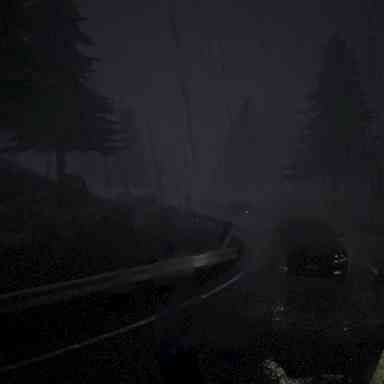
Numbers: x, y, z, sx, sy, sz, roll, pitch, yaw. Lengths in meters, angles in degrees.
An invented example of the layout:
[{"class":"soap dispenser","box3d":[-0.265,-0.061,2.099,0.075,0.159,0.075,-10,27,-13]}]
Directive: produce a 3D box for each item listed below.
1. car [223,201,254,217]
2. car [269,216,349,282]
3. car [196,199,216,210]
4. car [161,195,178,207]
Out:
[{"class":"car","box3d":[4.556,1.631,33.216,1.837,1.490,4.892,0,0,-13]},{"class":"car","box3d":[3.480,1.523,10.298,1.882,1.535,5.008,1,0,15]},{"class":"car","box3d":[1.820,1.641,45.867,1.882,1.535,5.008,0,0,-12]},{"class":"car","box3d":[-3.828,1.441,55.378,2.150,2.045,5.566,0,0,-12]}]
